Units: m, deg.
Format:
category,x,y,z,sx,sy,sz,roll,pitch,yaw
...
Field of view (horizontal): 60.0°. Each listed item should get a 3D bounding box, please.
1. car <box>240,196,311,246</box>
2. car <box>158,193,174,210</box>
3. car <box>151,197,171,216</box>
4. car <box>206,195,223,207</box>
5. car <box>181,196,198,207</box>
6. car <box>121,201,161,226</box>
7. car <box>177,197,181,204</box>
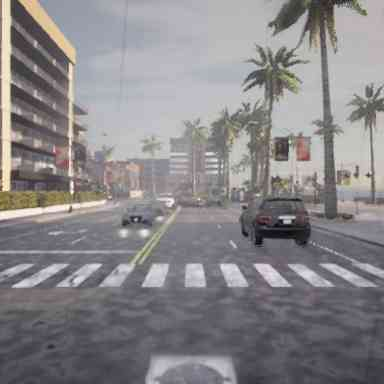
category,x,y,z,sx,sy,sz,roll,pitch,yaw
car,3.602,1.204,15.239,2.150,2.045,5.566,0,0,0
car,-3.499,1.172,43.324,2.150,2.045,5.566,0,0,0
car,-3.498,1.510,32.954,2.033,1.411,5.357,0,0,0
car,3.361,1.294,50.165,2.097,1.767,4.553,0,0,-4
car,-0.144,1.434,50.308,2.128,1.511,4.902,0,0,-4
car,-3.498,1.538,22.776,1.994,1.385,4.181,0,0,0
car,-1.473,1.494,60.474,1.994,1.385,4.181,0,0,-12
